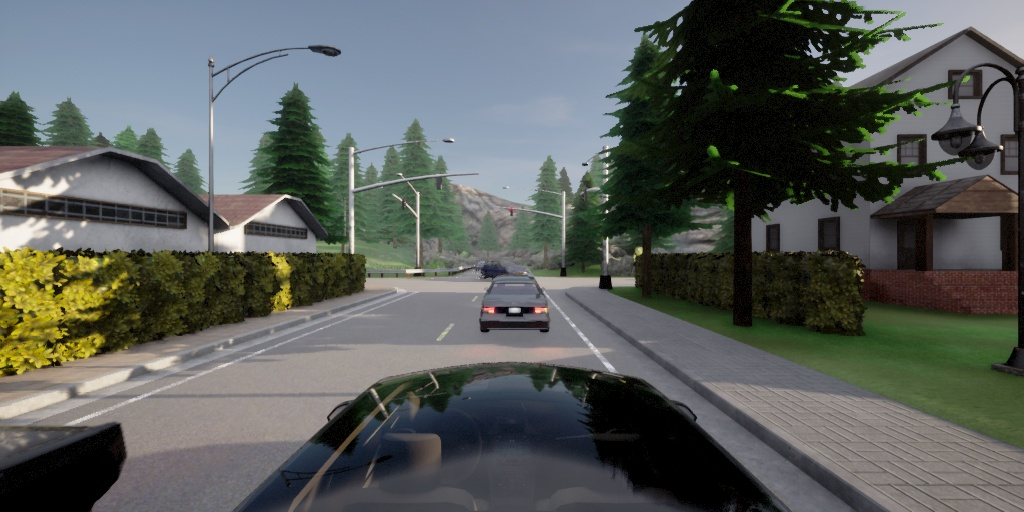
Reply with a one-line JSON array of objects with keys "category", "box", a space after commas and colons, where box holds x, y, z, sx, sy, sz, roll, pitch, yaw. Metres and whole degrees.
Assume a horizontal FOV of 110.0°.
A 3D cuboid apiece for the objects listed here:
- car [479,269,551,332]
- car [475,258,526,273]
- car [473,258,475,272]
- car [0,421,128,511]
[{"category": "car", "box": [0.079, 1.297, 10.770, 2.033, 1.411, 5.357, 0, 0, 0]}, {"category": "car", "box": [-0.653, 1.092, 28.776, 2.097, 1.767, 4.553, 0, 0, -38]}, {"category": "car", "box": [-3.554, 1.275, 44.528, 1.812, 1.442, 4.674, 0, 0, 0]}, {"category": "car", "box": [-3.602, 1.351, 0.202, 1.895, 1.301, 4.718, 0, 0, 0]}]
